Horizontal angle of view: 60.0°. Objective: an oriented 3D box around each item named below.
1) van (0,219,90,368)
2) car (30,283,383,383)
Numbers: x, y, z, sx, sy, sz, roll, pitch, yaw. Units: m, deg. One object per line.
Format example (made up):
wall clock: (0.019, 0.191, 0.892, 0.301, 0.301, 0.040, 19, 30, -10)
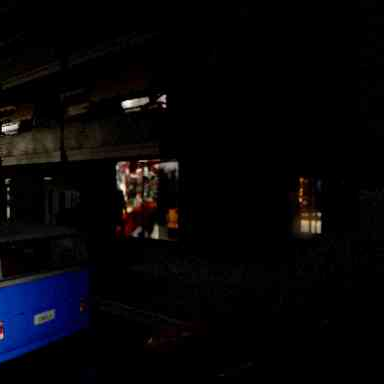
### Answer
van: (-3.355, 1.332, 5.262, 3.998, 1.788, 1.690, 0, 1, 36)
car: (1.140, 1.545, 2.053, 4.507, 1.381, 1.887, 0, 1, 36)
